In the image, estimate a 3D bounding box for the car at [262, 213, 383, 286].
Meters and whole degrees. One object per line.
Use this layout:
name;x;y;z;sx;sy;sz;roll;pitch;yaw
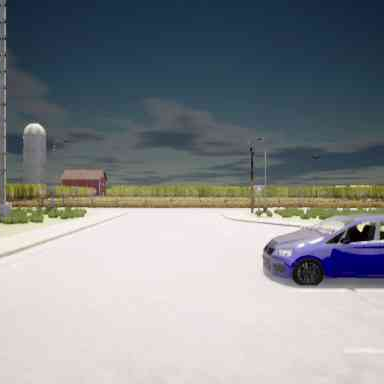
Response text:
car;4.216;1.426;8.756;4.611;1.667;2.242;0;0;1
